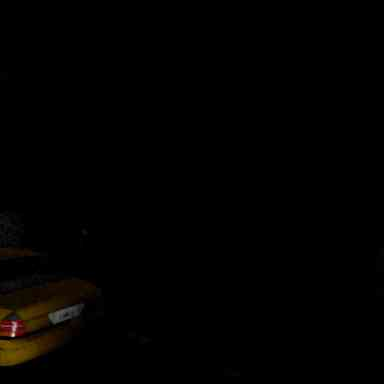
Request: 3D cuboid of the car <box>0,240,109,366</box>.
[{"bbox_3d":[-3.460,1.488,5.541,4.829,1.417,1.752,0,1,36],"label":"car"}]
